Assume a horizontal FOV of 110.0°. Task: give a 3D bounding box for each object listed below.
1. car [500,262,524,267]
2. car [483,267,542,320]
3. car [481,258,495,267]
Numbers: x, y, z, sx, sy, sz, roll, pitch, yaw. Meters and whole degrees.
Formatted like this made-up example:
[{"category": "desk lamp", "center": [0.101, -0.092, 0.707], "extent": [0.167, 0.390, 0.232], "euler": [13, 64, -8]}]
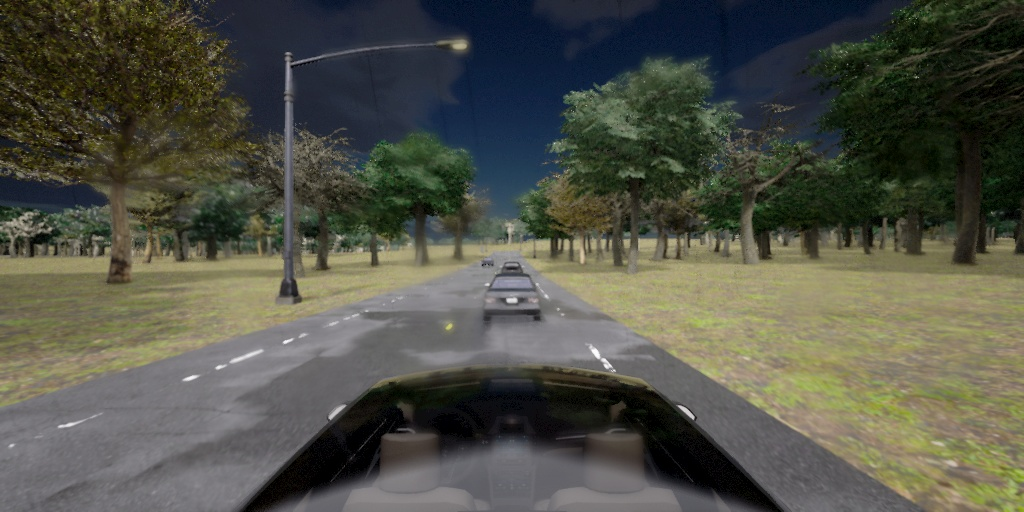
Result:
[{"category": "car", "center": [0.012, 1.253, 31.330], "extent": [1.837, 1.490, 4.892], "euler": [0, 1, 0]}, {"category": "car", "center": [0.023, 1.301, 12.559], "extent": [2.033, 1.411, 5.357], "euler": [0, 0, 0]}, {"category": "car", "center": [-3.679, 0.953, 55.346], "extent": [2.033, 1.411, 5.357], "euler": [0, 1, 0]}]
